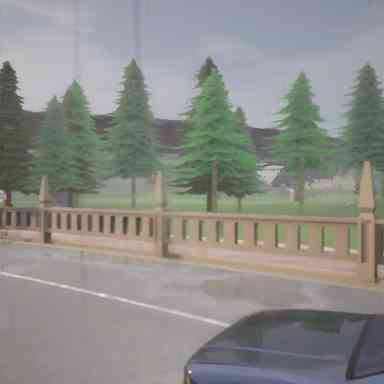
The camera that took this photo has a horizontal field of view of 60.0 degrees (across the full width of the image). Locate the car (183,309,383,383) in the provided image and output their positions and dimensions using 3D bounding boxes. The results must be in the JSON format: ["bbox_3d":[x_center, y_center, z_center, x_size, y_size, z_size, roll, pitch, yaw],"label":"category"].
[{"bbox_3d":[2.454,1.533,2.138,5.357,1.411,2.033,0,0,35],"label":"car"}]
